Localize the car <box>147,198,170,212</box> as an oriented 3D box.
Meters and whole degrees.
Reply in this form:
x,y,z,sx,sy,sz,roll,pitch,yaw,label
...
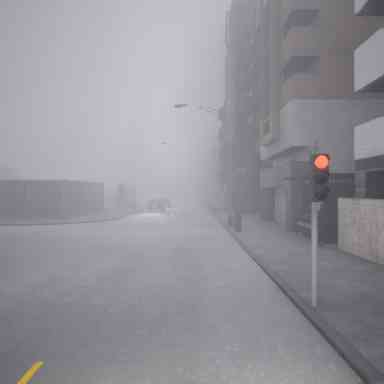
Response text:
x,y,z,sx,sy,sz,roll,pitch,yaw,label
-4.127,1.491,39.308,2.128,1.511,4.902,0,0,0,car
